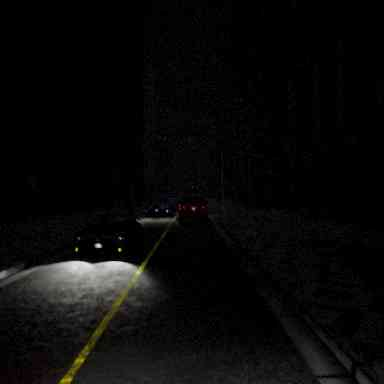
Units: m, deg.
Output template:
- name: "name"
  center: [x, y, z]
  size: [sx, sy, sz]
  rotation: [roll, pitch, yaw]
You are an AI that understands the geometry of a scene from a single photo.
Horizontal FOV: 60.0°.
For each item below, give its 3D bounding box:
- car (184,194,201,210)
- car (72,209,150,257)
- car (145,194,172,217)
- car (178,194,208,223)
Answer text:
- name: "car"
  center: [0.109, 1.291, 45.903]
  size: [2.150, 2.045, 5.566]
  rotation: [0, 0, 0]
- name: "car"
  center: [-3.052, 1.577, 12.899]
  size: [1.994, 1.385, 4.181]
  rotation: [0, 0, 1]
- name: "car"
  center: [-3.091, 1.262, 31.897]
  size: [2.150, 2.045, 5.566]
  rotation: [0, 0, 0]
- name: "car"
  center: [0.103, 1.256, 25.896]
  size: [2.150, 2.045, 5.566]
  rotation: [0, 0, 0]
